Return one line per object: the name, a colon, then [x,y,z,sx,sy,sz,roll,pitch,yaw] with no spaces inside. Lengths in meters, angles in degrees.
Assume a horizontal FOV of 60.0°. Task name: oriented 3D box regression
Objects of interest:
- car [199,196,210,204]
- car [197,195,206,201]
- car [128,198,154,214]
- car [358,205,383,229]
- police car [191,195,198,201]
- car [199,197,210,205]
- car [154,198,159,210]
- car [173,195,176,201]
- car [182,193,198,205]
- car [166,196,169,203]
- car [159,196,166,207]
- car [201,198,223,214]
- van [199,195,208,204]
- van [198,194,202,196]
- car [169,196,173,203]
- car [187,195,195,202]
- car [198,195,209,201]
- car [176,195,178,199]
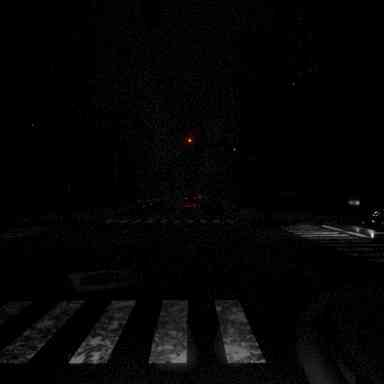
car: [2.364,1.641,47.199,1.802,1.307,4.206,0,0,0]
car: [2.423,1.600,85.774,1.967,1.590,4.097,0,0,0]
car: [-5.678,1.480,36.189,1.967,1.590,4.097,0,0,0]
car: [12.893,1.305,20.689,4.553,1.767,2.097,0,0,0]
police car: [0.618,1.599,90.257,1.930,1.638,5.238,0,0,0]
car: [2.389,1.647,63.730,2.008,1.369,4.403,0,0,0]
car: [-5.669,1.490,41.700,1.967,1.590,4.097,0,0,0]
car: [-5.611,1.694,80.275,2.008,1.369,4.403,0,0,0]
car: [-0.248,1.318,63.358,2.150,2.045,5.566,0,0,0]
car: [-5.644,1.634,58.232,2.008,1.369,4.403,0,0,0]
car: [-5.653,1.653,52.721,1.802,1.307,4.206,0,0,0]
car: [2.347,1.606,36.176,1.947,1.339,4.313,0,0,0]
van: [2.397,1.453,69.241,1.690,1.788,3.998,0,0,0]
van: [2.381,1.424,58.220,1.690,1.788,3.998,0,0,0]
car: [-5.628,1.552,69.253,1.967,1.590,4.097,0,0,0]
car: [-0.232,1.480,73.713,1.812,1.442,4.674,0,0,0]
car: [2.372,1.637,52.709,1.947,1.339,4.313,0,0,0]
car: [-5.593,1.721,91.297,1.887,1.381,4.507,0,0,0]
